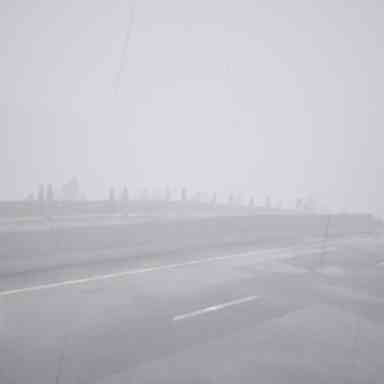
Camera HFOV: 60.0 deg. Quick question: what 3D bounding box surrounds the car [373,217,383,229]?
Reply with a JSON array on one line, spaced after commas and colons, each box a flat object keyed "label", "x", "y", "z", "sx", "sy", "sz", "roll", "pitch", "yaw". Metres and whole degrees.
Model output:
[{"label": "car", "x": 21.788, "y": 3.737, "z": 40.996, "sx": 4.902, "sy": 1.511, "sz": 2.128, "roll": 8, "pitch": -5, "yaw": -35}]
